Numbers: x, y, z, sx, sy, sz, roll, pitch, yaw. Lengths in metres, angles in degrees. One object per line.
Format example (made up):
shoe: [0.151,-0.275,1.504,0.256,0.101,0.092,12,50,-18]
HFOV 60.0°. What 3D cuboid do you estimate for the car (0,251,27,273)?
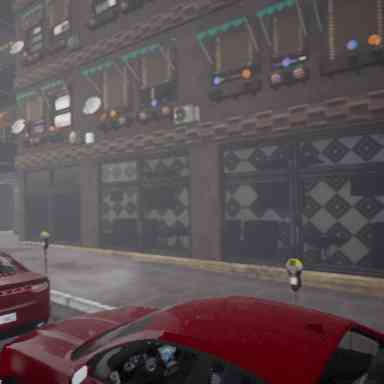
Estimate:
car: [-4.306,1.599,5.817,4.507,1.381,1.887,-1,-2,36]

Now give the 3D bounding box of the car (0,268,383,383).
car: [0.196,1.555,2.605,4.507,1.381,1.887,-1,-2,36]
